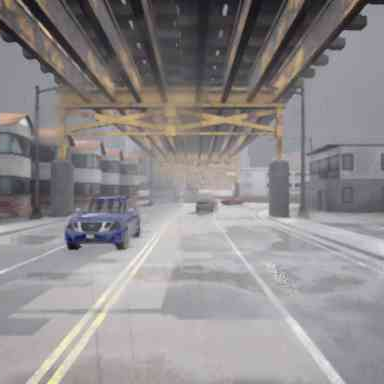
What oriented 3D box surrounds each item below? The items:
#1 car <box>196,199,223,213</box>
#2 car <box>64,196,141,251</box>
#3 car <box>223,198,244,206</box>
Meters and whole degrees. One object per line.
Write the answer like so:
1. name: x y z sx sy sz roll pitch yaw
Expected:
1. car: 1.704 1.468 36.361 2.128 1.511 4.902 0 0 13
2. car: -3.587 1.215 14.503 2.150 2.045 5.566 0 0 0
3. car: 6.600 1.595 54.879 1.895 1.301 4.718 -1 -1 38
